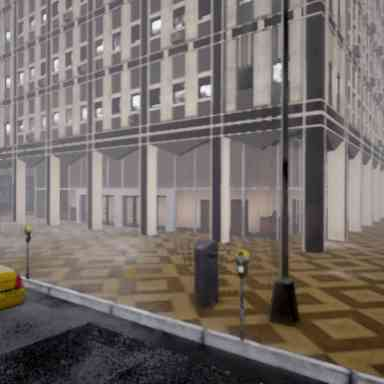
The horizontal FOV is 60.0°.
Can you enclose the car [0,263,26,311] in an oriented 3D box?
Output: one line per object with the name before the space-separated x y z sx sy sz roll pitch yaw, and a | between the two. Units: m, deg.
car | -5.164 1.525 6.554 4.829 1.417 1.752 0 0 36
